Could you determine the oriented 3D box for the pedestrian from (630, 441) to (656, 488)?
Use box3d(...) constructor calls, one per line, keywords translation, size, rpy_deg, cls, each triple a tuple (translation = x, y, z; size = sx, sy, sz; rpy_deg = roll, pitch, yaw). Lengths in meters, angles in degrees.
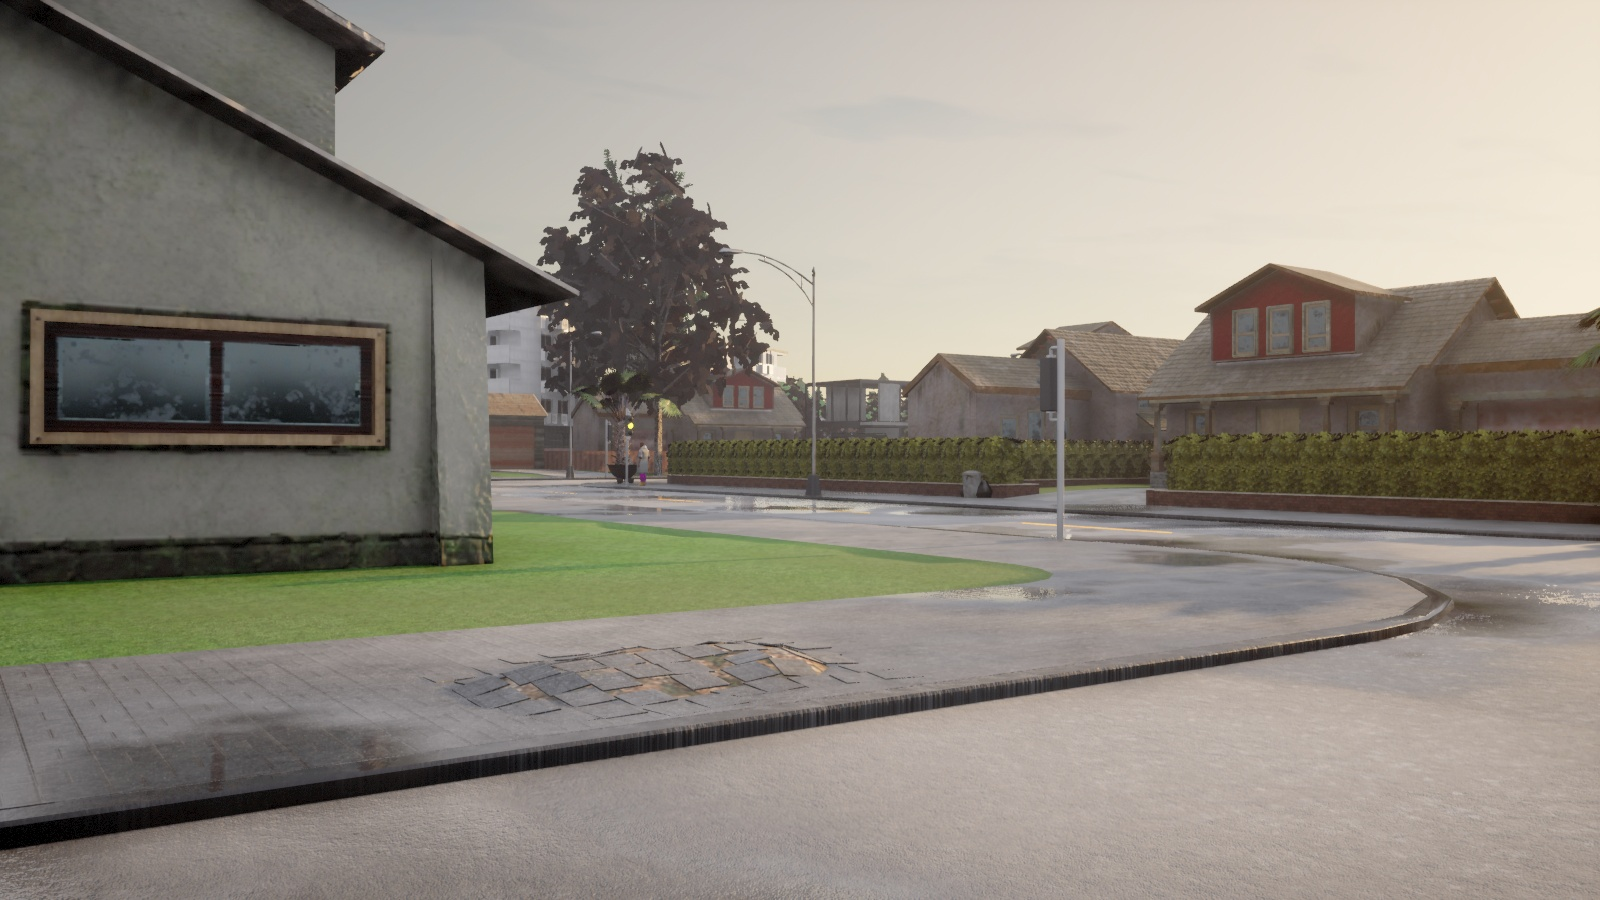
box3d(translation=(-6.603, 0.598, 52.738), size=(0.873, 1.952, 0.659), rpy_deg=(0, 0, 35), cls="pedestrian")
